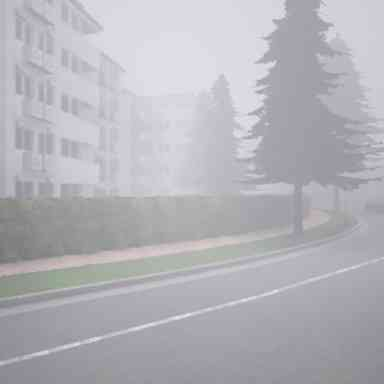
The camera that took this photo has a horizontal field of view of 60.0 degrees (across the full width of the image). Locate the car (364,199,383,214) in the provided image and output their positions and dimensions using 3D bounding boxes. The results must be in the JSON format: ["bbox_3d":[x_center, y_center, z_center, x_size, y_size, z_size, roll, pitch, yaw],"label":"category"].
[{"bbox_3d":[20.037,1.485,35.413,1.882,1.535,5.008,0,0,9],"label":"car"}]
